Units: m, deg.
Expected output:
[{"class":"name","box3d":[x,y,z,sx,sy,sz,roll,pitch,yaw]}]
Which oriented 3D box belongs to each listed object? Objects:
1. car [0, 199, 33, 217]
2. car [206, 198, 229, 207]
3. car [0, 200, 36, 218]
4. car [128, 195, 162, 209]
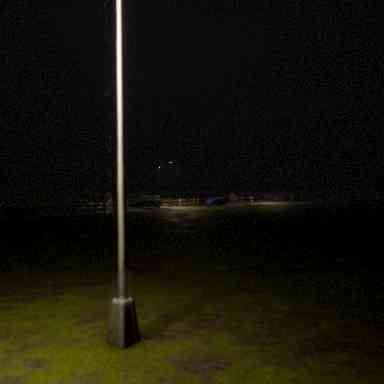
[{"class":"car","box3d":[-20.596,1.774,37.362,2.097,1.767,4.553,0,0,43]},{"class":"car","box3d":[4.636,1.777,59.970,1.882,1.535,5.008,0,0,44]},{"class":"car","box3d":[-18.980,1.920,34.786,2.128,1.511,4.902,0,0,43]},{"class":"car","box3d":[-7.196,1.568,51.773,2.150,2.045,5.566,0,0,43]}]
